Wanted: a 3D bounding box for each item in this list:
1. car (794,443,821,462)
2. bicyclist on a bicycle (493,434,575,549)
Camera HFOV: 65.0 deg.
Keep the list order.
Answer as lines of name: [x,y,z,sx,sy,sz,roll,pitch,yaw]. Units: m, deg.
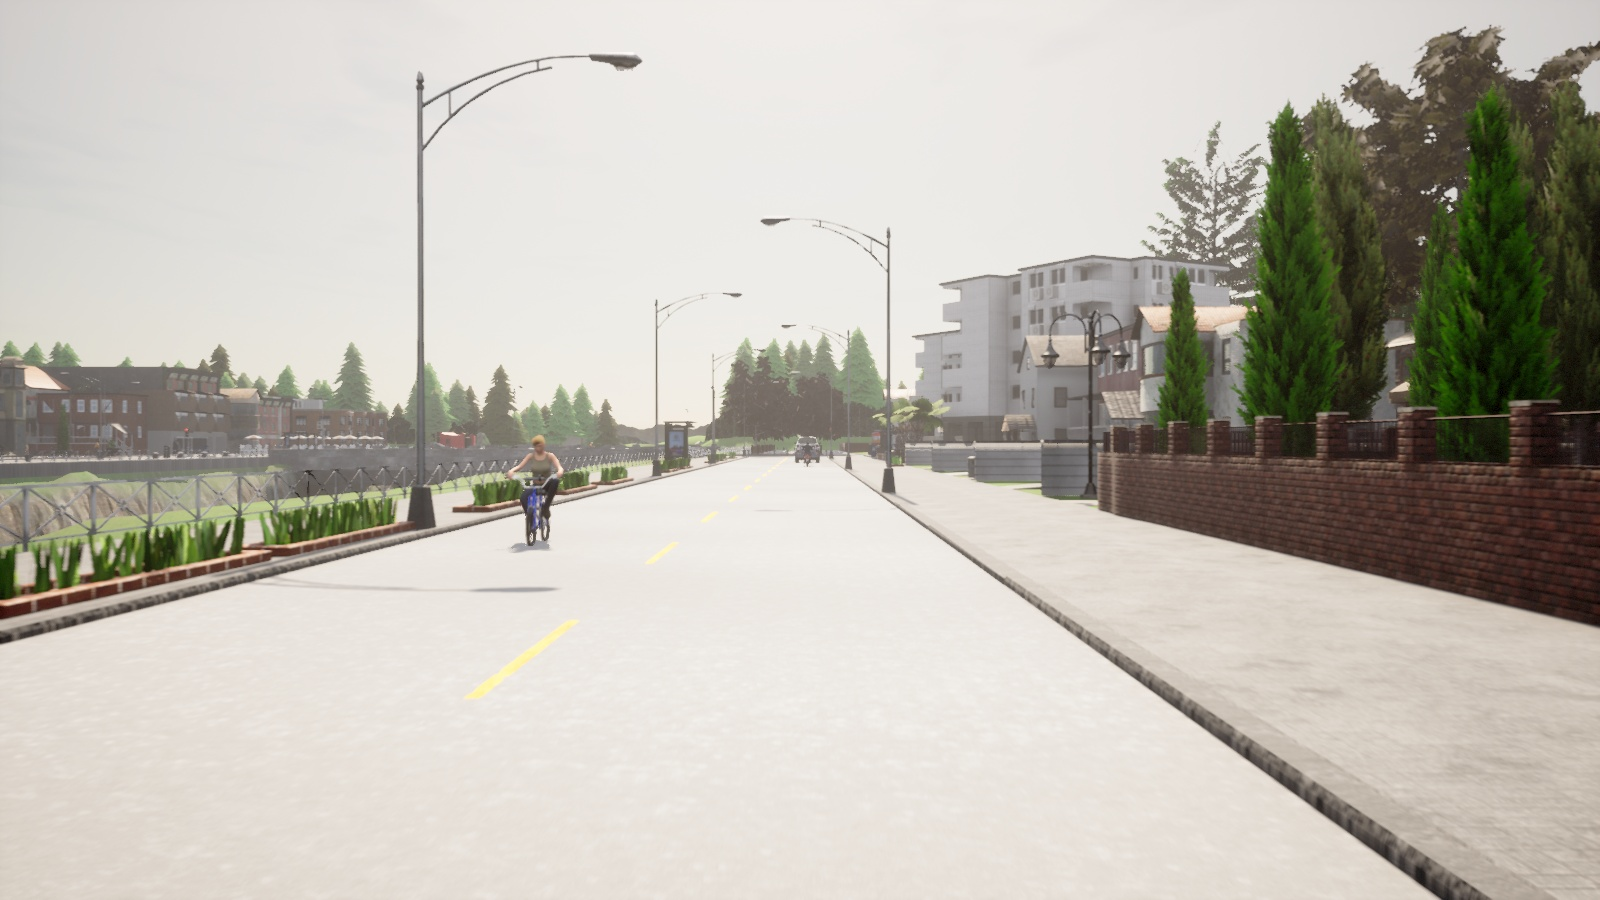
car: [0.568,0.172,95.889,1.970,1.475,3.806,0,0,0]
bicyclist on a bicycle: [-3.879,0.576,18.424,0.866,1.612,1.509,0,0,0]
